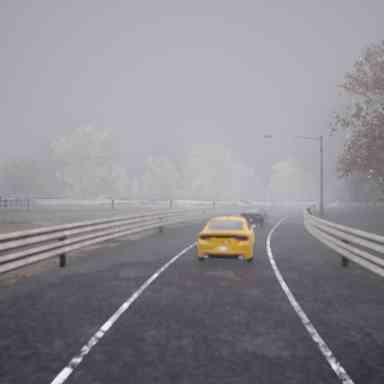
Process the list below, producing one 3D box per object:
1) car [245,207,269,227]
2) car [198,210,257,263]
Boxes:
[{"bbox_3d":[5.165,1.991,27.360,1.882,1.535,5.008,0,-1,19],"label":"car"},{"bbox_3d":[1.465,1.701,13.098,1.882,1.535,5.008,0,-1,11],"label":"car"}]
